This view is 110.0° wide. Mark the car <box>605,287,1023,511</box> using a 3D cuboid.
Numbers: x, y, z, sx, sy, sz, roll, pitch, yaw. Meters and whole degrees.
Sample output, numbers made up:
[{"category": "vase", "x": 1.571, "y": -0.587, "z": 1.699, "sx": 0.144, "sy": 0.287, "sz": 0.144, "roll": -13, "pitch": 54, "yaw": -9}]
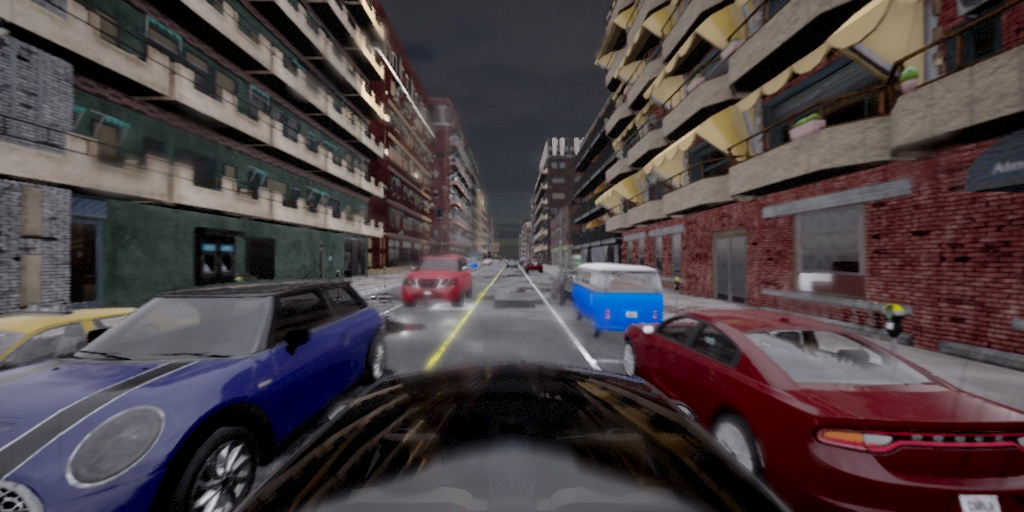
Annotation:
[{"category": "car", "x": 2.692, "y": 1.297, "z": 4.296, "sx": 1.888, "sy": 1.381, "sz": 4.507, "roll": 0, "pitch": 0, "yaw": 0}]

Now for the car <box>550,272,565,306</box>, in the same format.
[{"category": "car", "x": 2.692, "y": 1.310, "z": 15.621, "sx": 2.007, "sy": 1.370, "sz": 4.403, "roll": 0, "pitch": 0, "yaw": 0}]

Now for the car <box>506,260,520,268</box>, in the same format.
[{"category": "car", "x": 0.004, "y": 1.380, "z": 61.755, "sx": 1.994, "sy": 1.385, "sz": 4.181, "roll": 0, "pitch": 0, "yaw": 0}]

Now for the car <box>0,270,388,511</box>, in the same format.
[{"category": "car", "x": -3.092, "y": 1.103, "z": 3.983, "sx": 2.097, "sy": 1.767, "sz": 4.553, "roll": 0, "pitch": 0, "yaw": 0}]

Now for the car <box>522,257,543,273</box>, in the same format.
[{"category": "car", "x": 2.693, "y": 1.104, "z": 43.930, "sx": 2.192, "sy": 1.841, "sz": 5.009, "roll": 0, "pitch": 0, "yaw": 0}]

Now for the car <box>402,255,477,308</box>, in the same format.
[{"category": "car", "x": -3.012, "y": 0.981, "z": 15.643, "sx": 2.150, "sy": 2.045, "sz": 5.566, "roll": 0, "pitch": 0, "yaw": 0}]

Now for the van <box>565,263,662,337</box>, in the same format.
[{"category": "van", "x": 2.692, "y": 1.096, "z": 9.959, "sx": 1.690, "sy": 1.789, "sz": 3.998, "roll": 0, "pitch": 0, "yaw": 0}]
